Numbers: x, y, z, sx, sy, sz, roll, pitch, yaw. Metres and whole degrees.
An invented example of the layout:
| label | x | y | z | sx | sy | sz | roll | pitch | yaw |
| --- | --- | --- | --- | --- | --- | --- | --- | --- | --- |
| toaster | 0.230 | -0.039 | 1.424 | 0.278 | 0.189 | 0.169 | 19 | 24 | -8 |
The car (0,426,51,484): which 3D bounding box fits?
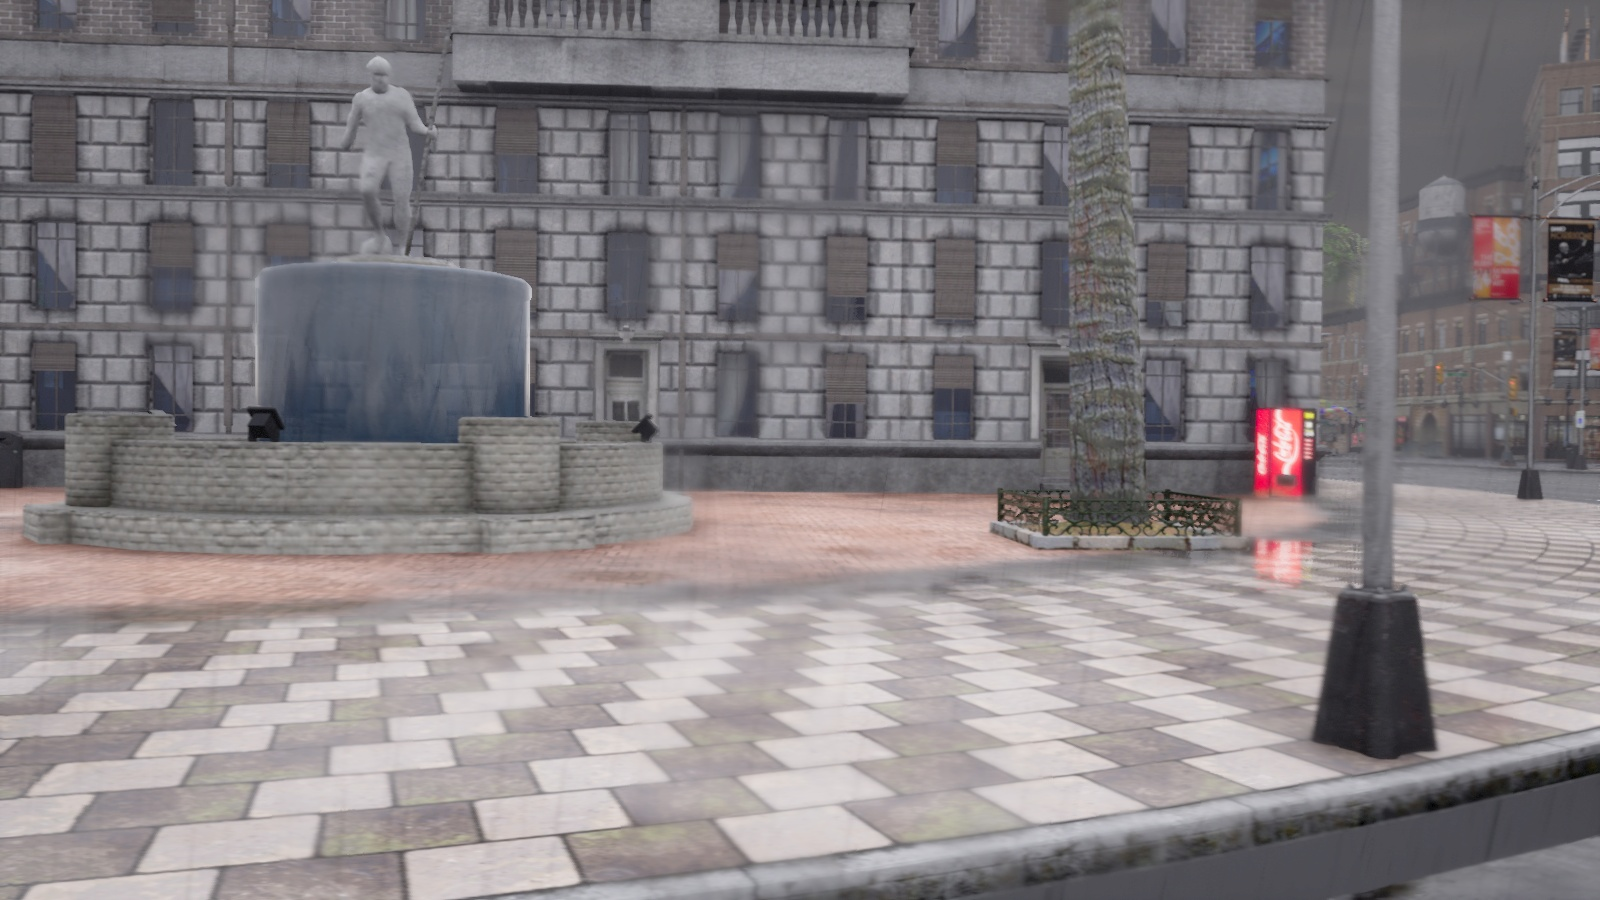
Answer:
| label | x | y | z | sx | sy | sz | roll | pitch | yaw |
| --- | --- | --- | --- | --- | --- | --- | --- | --- | --- |
| car | -29.394 | 0.184 | 44.970 | 2.150 | 2.045 | 5.566 | -1 | 1 | -4 |
